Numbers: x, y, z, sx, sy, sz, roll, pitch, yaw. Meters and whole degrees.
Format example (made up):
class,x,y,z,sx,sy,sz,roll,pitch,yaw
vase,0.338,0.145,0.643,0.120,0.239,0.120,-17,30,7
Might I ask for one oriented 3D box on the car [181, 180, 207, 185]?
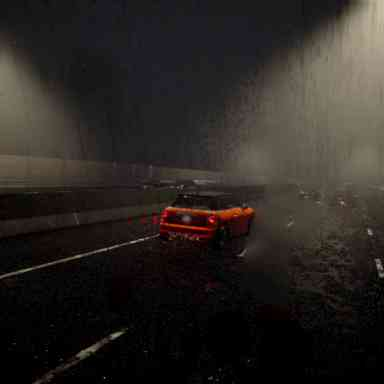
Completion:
class,x,y,z,sx,sy,sz,roll,pitch,yaw
car,0.996,-0.244,36.293,1.812,1.442,4.674,4,3,26

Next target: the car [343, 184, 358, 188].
class,x,y,z,sx,sy,sz,roll,pitch,yaw
car,27.709,-0.451,58.280,2.150,2.045,5.566,4,3,26

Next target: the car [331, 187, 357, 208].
class,x,y,z,sx,sy,sz,roll,pitch,yaw
car,13.798,0.586,30.240,1.837,1.490,4.892,4,3,26

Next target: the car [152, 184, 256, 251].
class,x,y,z,sx,sy,sz,roll,pitch,yaw
car,0.783,0.773,11.817,2.097,1.767,4.553,4,3,26

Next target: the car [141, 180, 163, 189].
class,x,y,z,sx,sy,sz,roll,pitch,yaw
car,-4.383,-0.749,41.161,2.128,1.511,4.902,4,3,26

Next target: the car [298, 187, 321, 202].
class,x,y,z,sx,sy,sz,roll,pitch,yaw
car,12.718,0.248,35.928,2.128,1.511,4.902,4,3,26

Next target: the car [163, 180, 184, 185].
class,x,y,z,sx,sy,sz,roll,pitch,yaw
car,-1.027,-0.689,40.032,2.097,1.767,4.553,4,3,27
